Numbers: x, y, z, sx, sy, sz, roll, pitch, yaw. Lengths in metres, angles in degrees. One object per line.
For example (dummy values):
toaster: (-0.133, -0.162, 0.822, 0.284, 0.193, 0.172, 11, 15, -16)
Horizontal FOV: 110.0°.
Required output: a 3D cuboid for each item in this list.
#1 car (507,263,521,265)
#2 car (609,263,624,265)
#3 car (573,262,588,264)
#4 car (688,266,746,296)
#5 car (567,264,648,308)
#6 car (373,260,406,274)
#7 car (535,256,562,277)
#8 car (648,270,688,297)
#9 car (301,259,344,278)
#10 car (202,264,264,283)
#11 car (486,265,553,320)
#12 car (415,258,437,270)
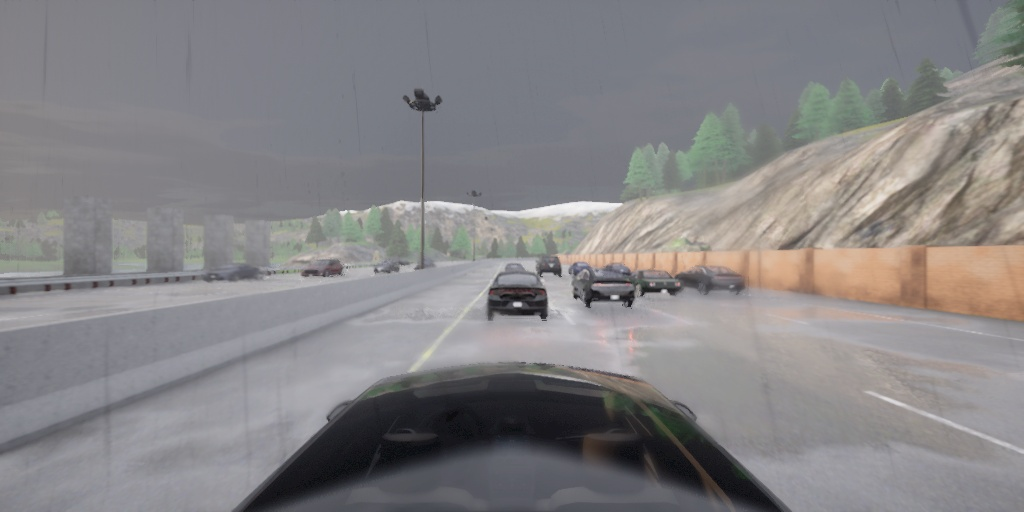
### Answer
car: (0.180, 1.325, 31.229, 2.033, 1.411, 5.357, 0, 0, -1)
car: (10.601, 1.369, 36.733, 1.994, 1.385, 4.181, 0, 0, -1)
car: (7.081, 1.324, 37.231, 1.812, 1.442, 4.674, 0, 0, -1)
car: (10.724, 1.282, 19.894, 2.128, 1.511, 4.902, 0, 0, 0)
car: (3.698, 1.262, 15.243, 2.128, 1.511, 4.902, 0, 0, 0)
car: (-14.141, 1.247, 40.775, 2.128, 1.511, 4.902, 0, 0, -1)
car: (3.618, 1.011, 35.869, 2.150, 2.045, 5.566, 0, 0, -1)
car: (7.223, 1.383, 19.183, 1.895, 1.301, 4.718, 0, 0, 0)
car: (-17.539, 1.091, 33.418, 2.097, 1.767, 4.553, 0, 0, -1)
car: (-20.979, 1.291, 27.174, 1.994, 1.385, 4.181, 0, 0, 0)
car: (0.178, 1.238, 12.712, 1.882, 1.535, 5.008, 0, 0, 0)
car: (-10.690, 1.314, 45.060, 2.033, 1.411, 5.357, 0, 0, 0)
